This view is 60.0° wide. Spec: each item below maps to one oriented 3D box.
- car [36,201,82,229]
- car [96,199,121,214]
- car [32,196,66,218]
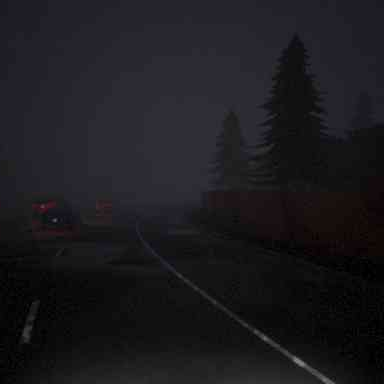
[{"bbox_3d":[-8.856,1.614,22.957,1.882,1.535,5.008,0,0,-10],"label":"car"},{"bbox_3d":[-9.927,1.616,39.913,2.097,1.767,4.553,0,0,1],"label":"car"},{"bbox_3d":[-13.374,1.407,32.100,2.150,2.045,5.566,0,0,-3],"label":"car"}]
